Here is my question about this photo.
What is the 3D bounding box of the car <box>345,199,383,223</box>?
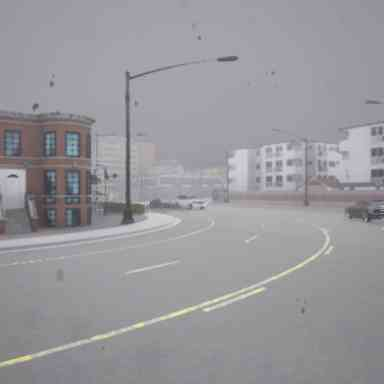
[{"bbox_3d":[13.837,1.361,26.051,2.097,1.767,4.553,0,0,2],"label":"car"}]

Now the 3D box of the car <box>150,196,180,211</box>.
[{"bbox_3d":[-3.916,1.607,44.108,1.882,1.535,5.008,0,0,-32],"label":"car"}]

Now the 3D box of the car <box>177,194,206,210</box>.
[{"bbox_3d":[-0.289,1.340,44.918,2.150,2.045,5.566,0,0,-32],"label":"car"}]
